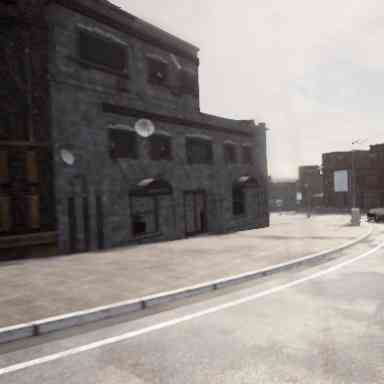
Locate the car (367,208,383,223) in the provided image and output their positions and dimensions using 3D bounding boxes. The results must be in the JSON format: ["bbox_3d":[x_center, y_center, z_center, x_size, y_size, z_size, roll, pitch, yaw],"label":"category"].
[{"bbox_3d":[19.553,2.360,34.270,1.882,1.535,5.008,-2,-3,15],"label":"car"}]
